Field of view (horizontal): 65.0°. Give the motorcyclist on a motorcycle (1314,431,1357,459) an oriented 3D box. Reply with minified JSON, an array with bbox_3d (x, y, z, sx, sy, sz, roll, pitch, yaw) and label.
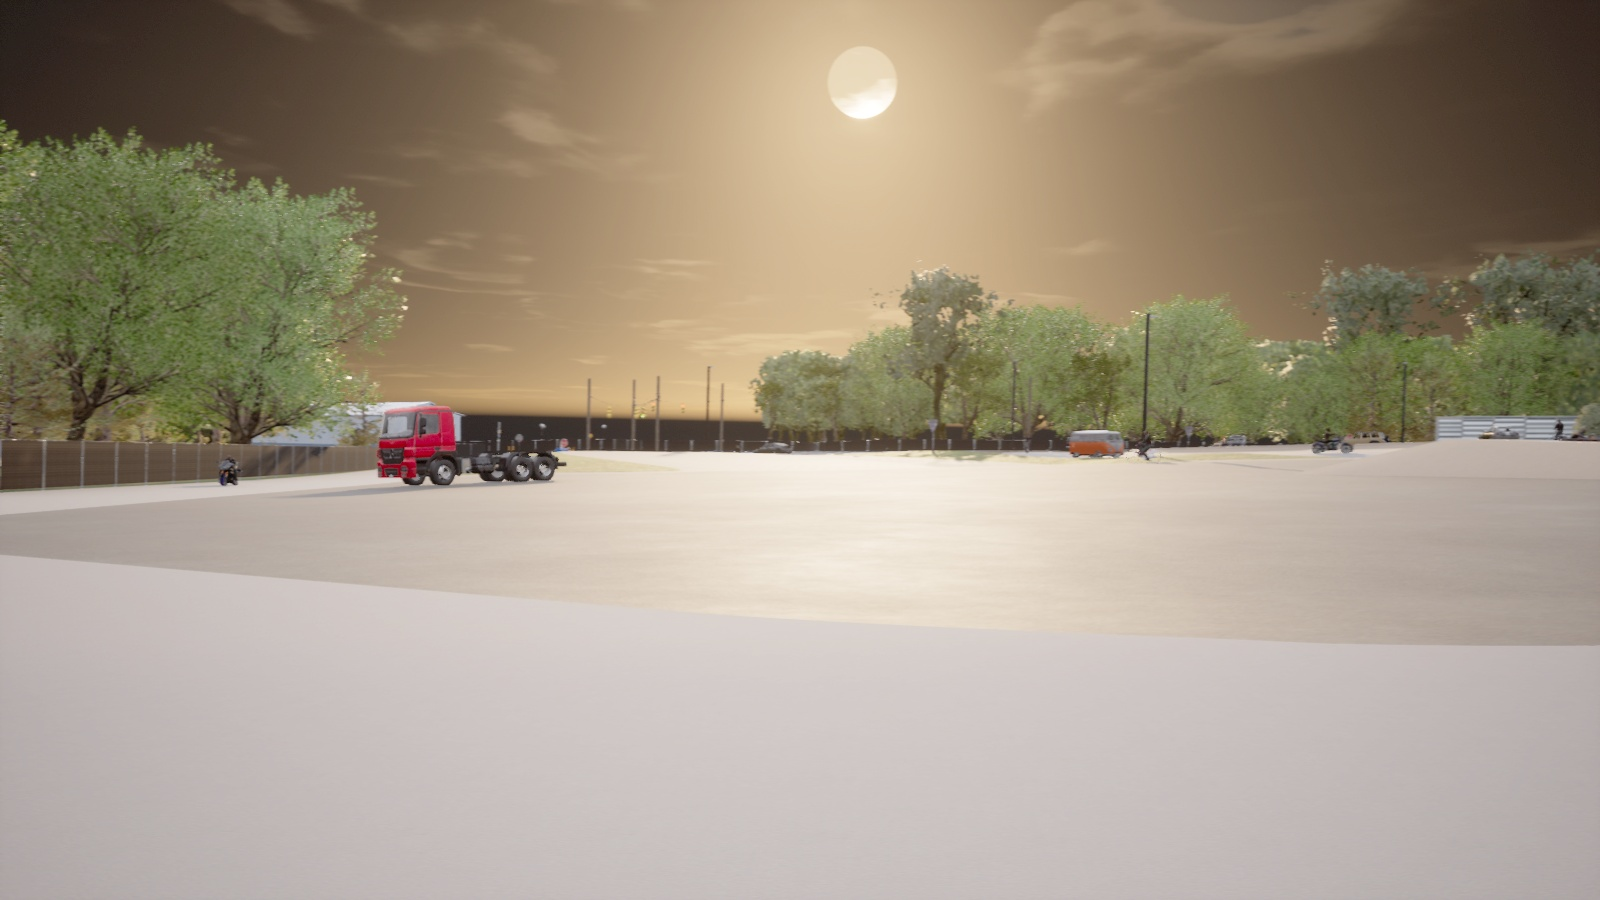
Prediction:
[{"bbox_3d":[32.635,-0.290,76.601,2.350,1.649,0.766,0,0,17],"label":"motorcyclist on a motorcycle"}]

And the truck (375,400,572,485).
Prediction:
[{"bbox_3d":[-14.188,-0.345,55.150,2.891,3.462,7.936,-1,0,44],"label":"truck"}]

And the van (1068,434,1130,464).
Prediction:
[{"bbox_3d":[20.504,-0.105,86.153,1.775,1.987,4.442,1,0,-24],"label":"van"}]

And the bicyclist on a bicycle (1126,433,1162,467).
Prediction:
[{"bbox_3d":[18.643,-0.003,68.051,1.843,1.776,0.659,-1,0,15],"label":"bicyclist on a bicycle"}]

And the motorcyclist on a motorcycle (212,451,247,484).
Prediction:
[{"bbox_3d":[-27.207,0.818,59.933,0.866,1.530,2.191,2,-1,-6],"label":"motorcyclist on a motorcycle"}]
